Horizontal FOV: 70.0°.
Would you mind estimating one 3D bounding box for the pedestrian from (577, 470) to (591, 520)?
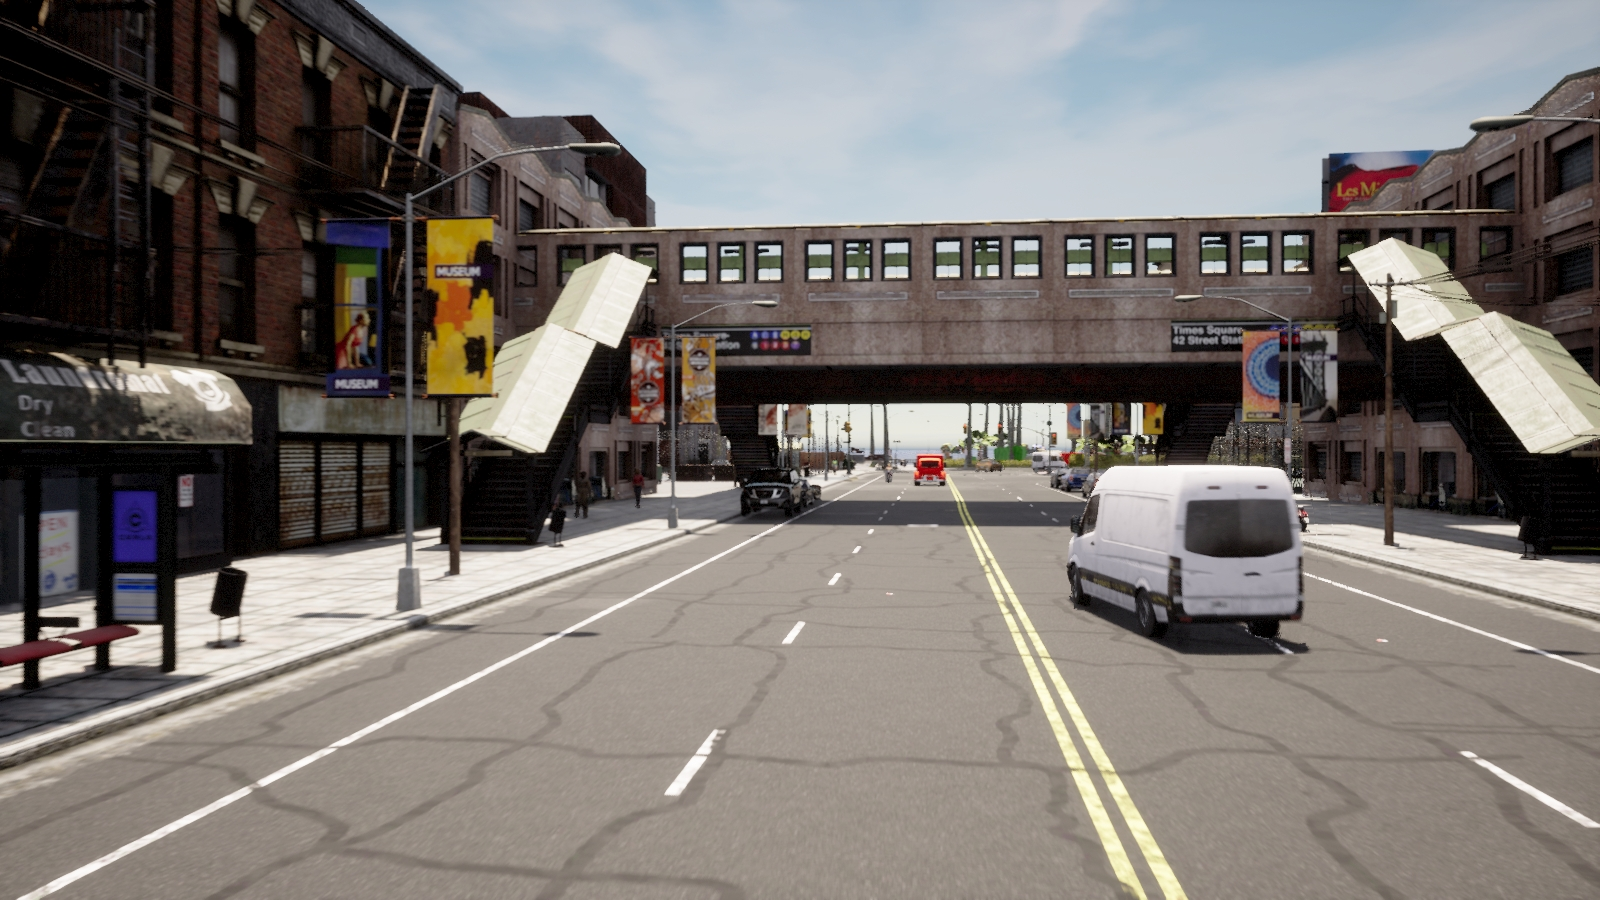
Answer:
[{"bbox_3d":[-8.183,1.695,43.218,0.375,1.860,0.375,0,0,18],"label":"pedestrian"}]

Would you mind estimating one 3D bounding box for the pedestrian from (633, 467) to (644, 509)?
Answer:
[{"bbox_3d":[-7.228,1.695,51.202,0.375,1.860,0.375,0,0,12],"label":"pedestrian"}]

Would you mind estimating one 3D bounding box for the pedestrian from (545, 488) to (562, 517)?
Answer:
[{"bbox_3d":[-9.731,2.074,45.177,0.500,1.100,0.500,0,0,10],"label":"pedestrian"}]

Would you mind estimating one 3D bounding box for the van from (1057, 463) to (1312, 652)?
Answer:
[{"bbox_3d":[6.072,1.536,18.984,1.988,2.561,5.915,0,0,-3],"label":"van"}]
